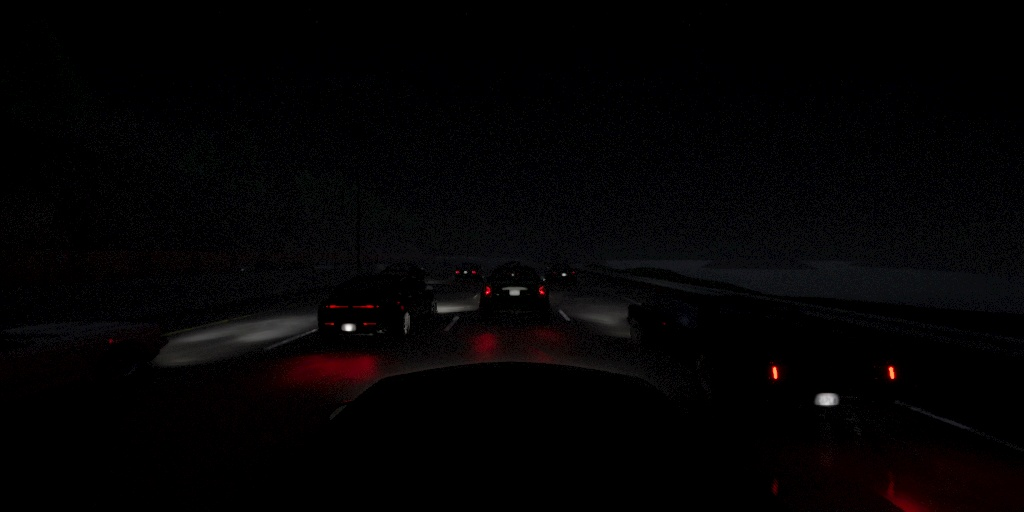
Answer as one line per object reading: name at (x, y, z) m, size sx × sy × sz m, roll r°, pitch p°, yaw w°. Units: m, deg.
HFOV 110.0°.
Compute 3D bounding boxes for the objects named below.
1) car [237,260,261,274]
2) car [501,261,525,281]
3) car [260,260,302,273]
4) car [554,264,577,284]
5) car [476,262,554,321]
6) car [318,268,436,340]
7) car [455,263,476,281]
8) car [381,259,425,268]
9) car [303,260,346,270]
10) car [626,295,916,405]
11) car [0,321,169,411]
car at (-28.120, 1.188, 39.896) m, size 2.128 × 1.511 × 4.902 m, roll 0°, pitch 0°, yaw 0°
car at (0.072, 1.203, 30.219) m, size 1.837 × 1.490 × 4.892 m, roll 0°, pitch 0°, yaw 0°
car at (-24.625, 1.244, 39.588) m, size 2.033 × 1.411 × 5.357 m, roll 0°, pitch 0°, yaw 0°
car at (3.576, 1.267, 26.593) m, size 1.994 × 1.385 × 4.181 m, roll 0°, pitch 0°, yaw 0°
car at (0.084, 1.082, 12.514) m, size 2.097 × 1.767 × 4.553 m, roll 0°, pitch 0°, yaw 0°
car at (-3.414, 1.242, 9.920) m, size 1.837 × 1.490 × 4.892 m, roll 0°, pitch 0°, yaw 0°
car at (-3.426, 1.250, 29.009) m, size 2.033 × 1.411 × 5.357 m, roll 0°, pitch 0°, yaw 0°
car at (-6.920, 1.193, 23.291) m, size 1.882 × 1.535 × 5.008 m, roll 0°, pitch 0°, yaw 0°
car at (-17.624, 1.227, 34.497) m, size 1.812 × 1.442 × 4.674 m, roll 0°, pitch 0°, yaw 0°
car at (3.588, 1.340, 6.300) m, size 1.895 × 1.301 × 4.718 m, roll 0°, pitch 0°, yaw 0°
car at (-6.910, 1.351, 4.063) m, size 1.895 × 1.301 × 4.718 m, roll 0°, pitch 0°, yaw 0°
